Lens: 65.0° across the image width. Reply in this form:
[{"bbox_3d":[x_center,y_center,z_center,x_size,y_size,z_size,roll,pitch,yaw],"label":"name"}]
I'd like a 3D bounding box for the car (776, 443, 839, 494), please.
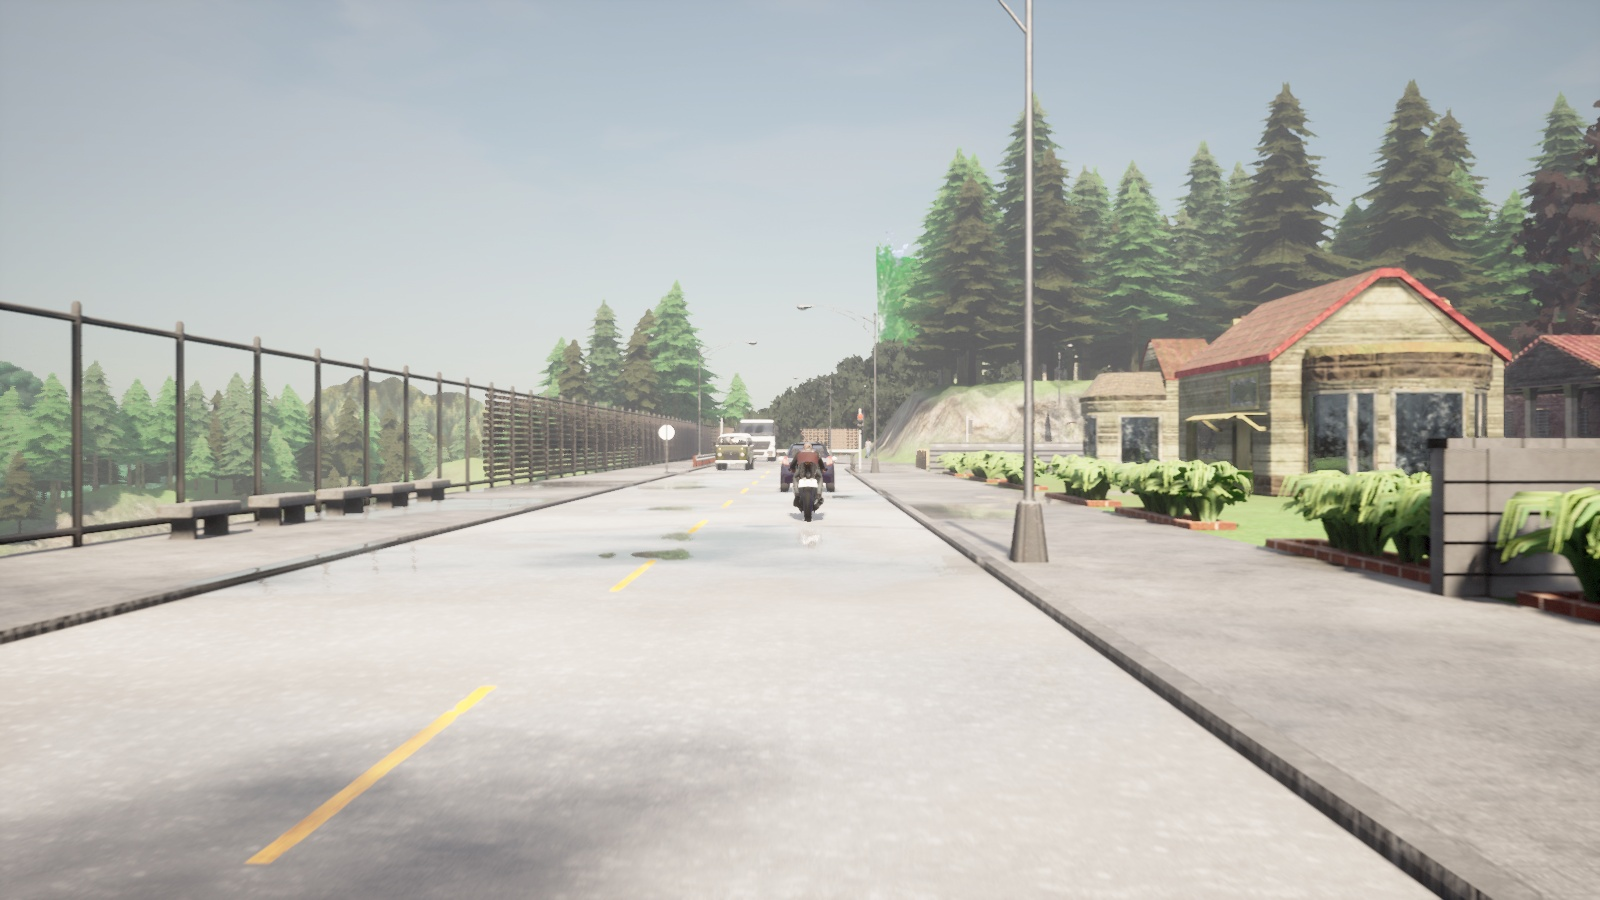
[{"bbox_3d":[0.239,0.541,38.895,1.845,1.501,3.633,0,0,0],"label":"car"}]

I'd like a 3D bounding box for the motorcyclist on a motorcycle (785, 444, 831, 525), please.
[{"bbox_3d":[0.156,0.642,24.836,0.866,1.530,2.191,0,0,0],"label":"motorcyclist on a motorcycle"}]

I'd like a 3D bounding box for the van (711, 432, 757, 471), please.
[{"bbox_3d":[-3.551,0.081,68.553,2.069,2.038,4.480,0,0,3],"label":"van"}]
